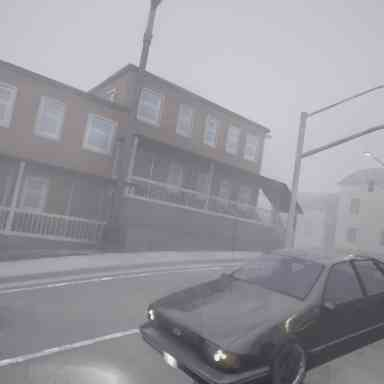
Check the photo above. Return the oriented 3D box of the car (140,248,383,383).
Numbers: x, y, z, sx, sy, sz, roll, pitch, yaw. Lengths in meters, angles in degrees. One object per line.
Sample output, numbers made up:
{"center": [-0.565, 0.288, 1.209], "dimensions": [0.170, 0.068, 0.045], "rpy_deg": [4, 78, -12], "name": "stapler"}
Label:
{"center": [1.924, 1.669, 5.380], "dimensions": [5.357, 1.411, 2.033], "rpy_deg": [4, -2, -36], "name": "car"}
